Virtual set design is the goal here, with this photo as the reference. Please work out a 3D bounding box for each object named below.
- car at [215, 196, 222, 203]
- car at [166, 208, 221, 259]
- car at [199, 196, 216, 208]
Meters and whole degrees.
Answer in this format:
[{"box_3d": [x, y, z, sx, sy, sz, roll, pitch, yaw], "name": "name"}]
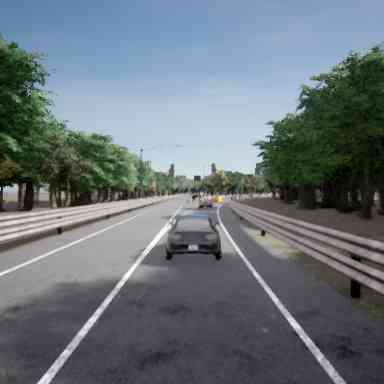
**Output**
[{"box_3d": [5.575, 1.648, 73.965, 1.882, 1.535, 5.008, 0, 0, 10], "name": "car"}, {"box_3d": [0.073, 1.546, 12.525, 1.812, 1.442, 4.674, 0, 0, 1], "name": "car"}, {"box_3d": [2.060, 1.686, 47.320, 1.895, 1.301, 4.718, 0, 0, 6], "name": "car"}]
